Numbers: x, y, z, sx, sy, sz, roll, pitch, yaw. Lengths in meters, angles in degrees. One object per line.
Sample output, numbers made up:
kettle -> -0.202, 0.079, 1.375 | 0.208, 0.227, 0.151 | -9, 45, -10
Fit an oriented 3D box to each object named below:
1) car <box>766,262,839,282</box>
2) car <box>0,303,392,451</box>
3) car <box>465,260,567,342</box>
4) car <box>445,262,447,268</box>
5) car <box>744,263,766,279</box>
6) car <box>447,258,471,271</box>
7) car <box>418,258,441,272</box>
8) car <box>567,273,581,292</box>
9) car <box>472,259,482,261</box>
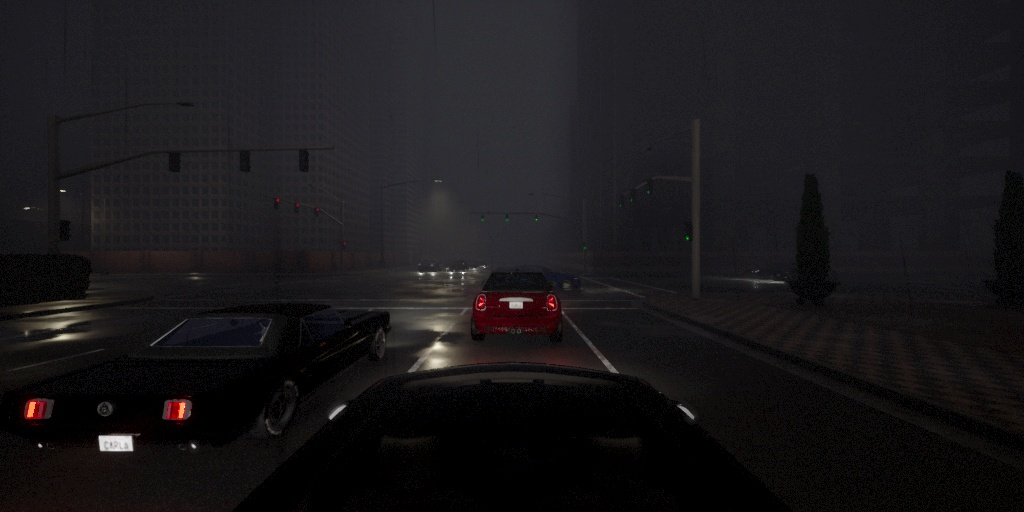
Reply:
car -> 22.718, 1.313, 27.854 | 4.181, 1.385, 1.994 | 0, 0, 1
car -> -3.429, 1.351, 5.354 | 1.895, 1.301, 4.718 | 0, 0, 1
car -> 0.196, 1.102, 10.011 | 2.097, 1.767, 4.553 | 0, 0, 3
car -> -10.314, 1.297, 62.552 | 2.033, 1.411, 5.357 | 0, 0, 1
car -> 23.038, 1.254, 31.351 | 4.892, 1.490, 1.837 | 0, 0, 1
car -> -7.093, 1.252, 48.711 | 1.837, 1.490, 4.892 | 0, 1, 1
car -> -10.632, 1.102, 46.264 | 2.097, 1.767, 4.553 | 0, 0, 1
car -> 1.501, 1.261, 20.948 | 5.008, 1.535, 1.882 | 0, 0, 1
car -> -6.847, 1.350, 61.379 | 1.895, 1.301, 4.718 | 0, 0, 1
